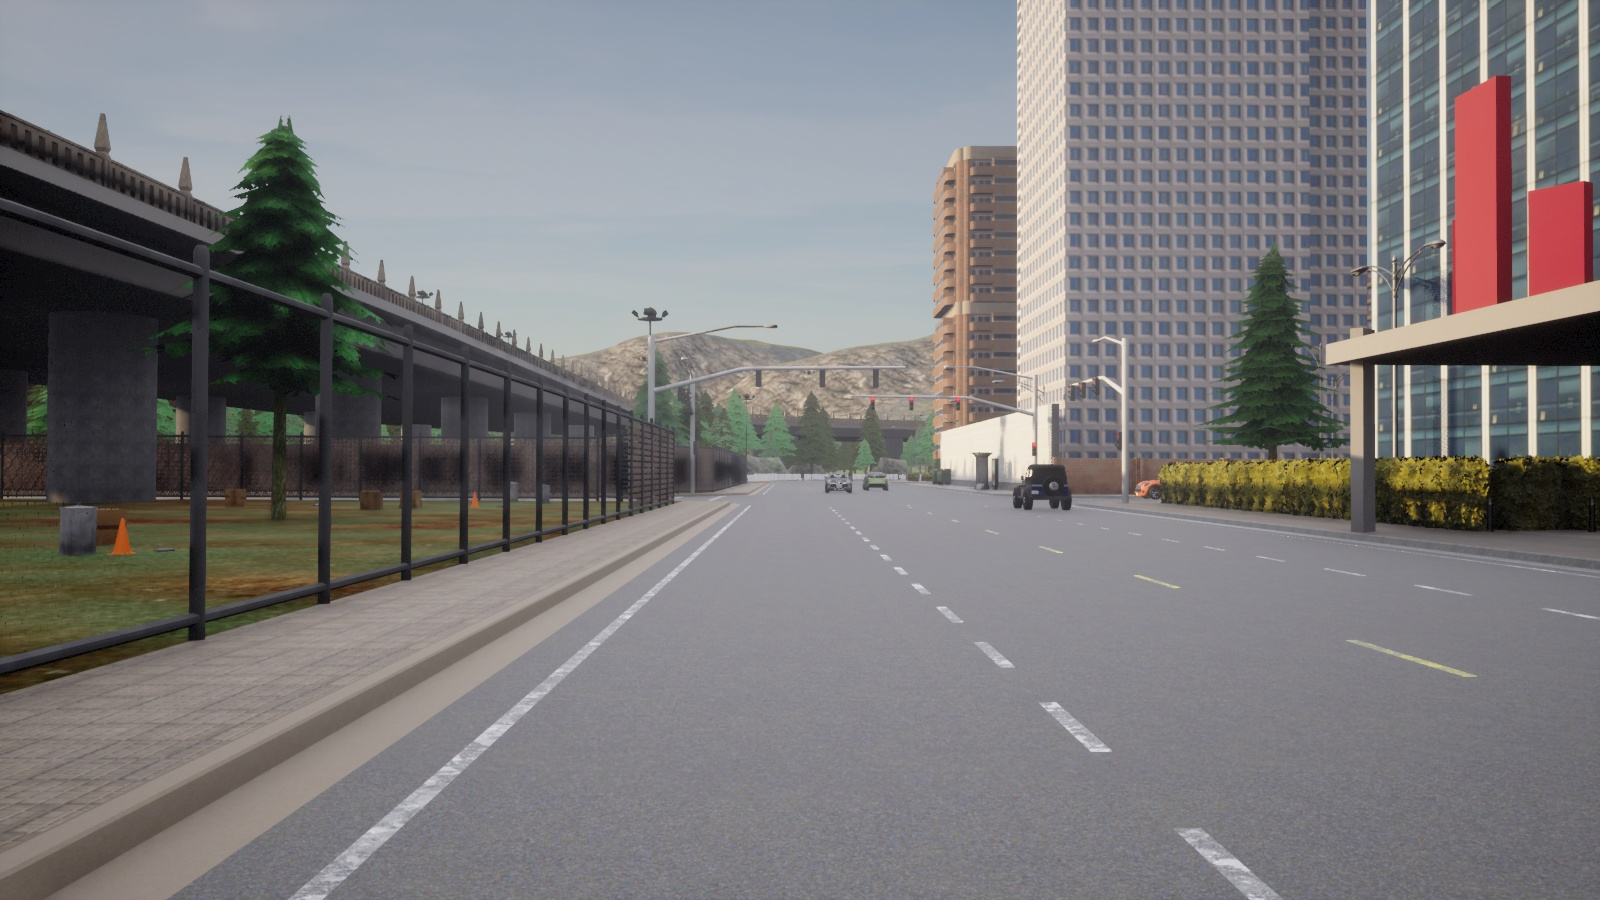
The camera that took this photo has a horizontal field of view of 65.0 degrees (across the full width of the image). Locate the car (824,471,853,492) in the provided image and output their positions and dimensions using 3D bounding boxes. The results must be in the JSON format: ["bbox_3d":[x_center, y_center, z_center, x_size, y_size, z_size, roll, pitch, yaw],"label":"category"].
[{"bbox_3d":[2.771,2.286,90.594,1.970,1.475,3.806,0,-1,0],"label":"car"}]

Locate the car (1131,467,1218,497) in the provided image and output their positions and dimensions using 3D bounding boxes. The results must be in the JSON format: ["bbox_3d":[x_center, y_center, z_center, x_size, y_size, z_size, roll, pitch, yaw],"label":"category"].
[{"bbox_3d":[22.442,1.901,75.347,4.553,1.767,2.097,0,-1,-1],"label":"car"}]

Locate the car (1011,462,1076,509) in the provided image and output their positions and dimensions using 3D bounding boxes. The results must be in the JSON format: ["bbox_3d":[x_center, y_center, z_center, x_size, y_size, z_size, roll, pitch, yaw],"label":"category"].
[{"bbox_3d":[10.080,1.445,52.216,1.905,1.878,3.866,0,-1,0],"label":"car"}]
